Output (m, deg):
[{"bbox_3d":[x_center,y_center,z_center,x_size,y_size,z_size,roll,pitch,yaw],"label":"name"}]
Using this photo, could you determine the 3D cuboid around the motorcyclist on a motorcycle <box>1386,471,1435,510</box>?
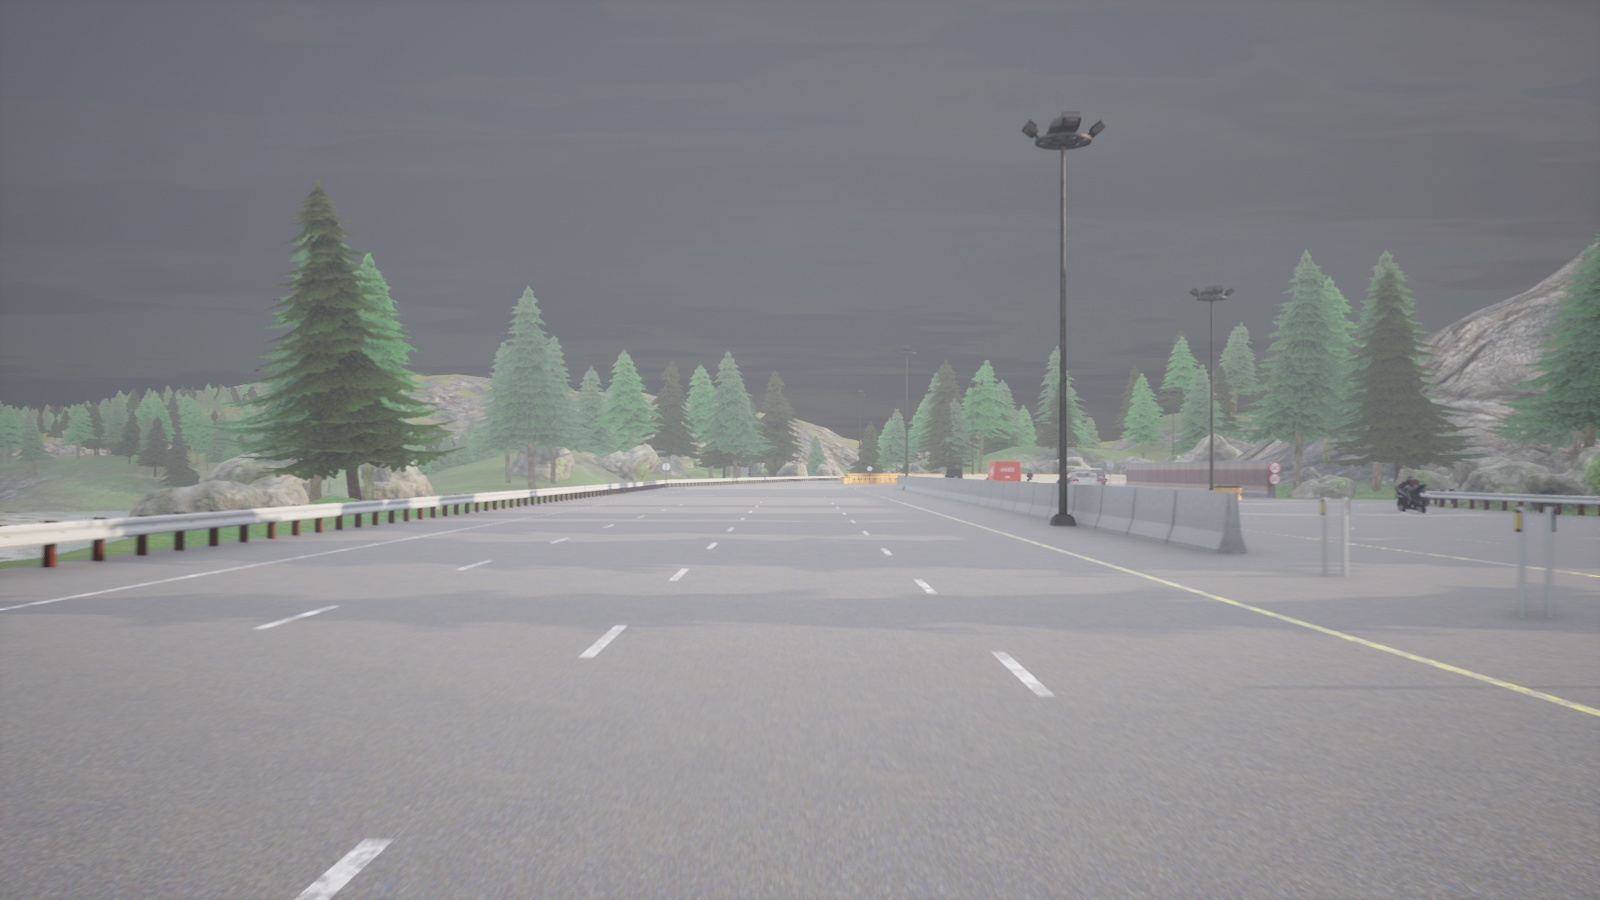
[{"bbox_3d":[24.382,1.590,50.199,0.866,1.530,2.191,0,-1,0],"label":"motorcyclist on a motorcycle"}]

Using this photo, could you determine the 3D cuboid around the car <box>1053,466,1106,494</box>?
[{"bbox_3d":[17.251,1.821,77.747,2.152,1.651,5.027,0,-1,0],"label":"car"}]
